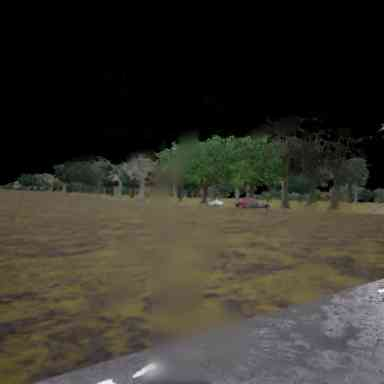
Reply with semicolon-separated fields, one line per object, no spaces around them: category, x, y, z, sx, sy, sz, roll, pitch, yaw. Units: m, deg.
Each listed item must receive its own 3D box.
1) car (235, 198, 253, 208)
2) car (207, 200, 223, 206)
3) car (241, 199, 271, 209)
car;11.423;2.356;69.450;2.150;2.045;5.566;3;-2;-35
car;5.393;2.566;77.907;1.812;1.442;4.674;3;-2;-35
car;12.196;2.478;62.254;2.033;1.411;5.357;3;-2;-35
